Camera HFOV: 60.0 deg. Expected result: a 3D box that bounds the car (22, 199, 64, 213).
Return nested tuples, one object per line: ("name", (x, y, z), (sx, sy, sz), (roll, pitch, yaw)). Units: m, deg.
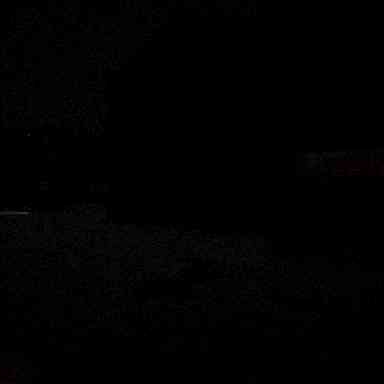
("car", (-16.034, 1.445, 36.001), (1.994, 1.385, 4.181), (0, 0, 36))
